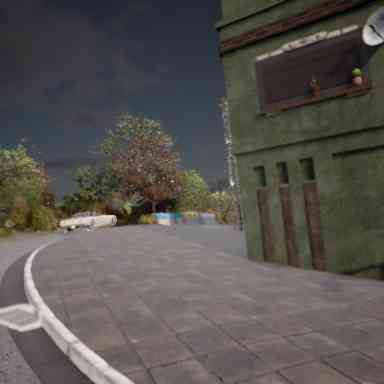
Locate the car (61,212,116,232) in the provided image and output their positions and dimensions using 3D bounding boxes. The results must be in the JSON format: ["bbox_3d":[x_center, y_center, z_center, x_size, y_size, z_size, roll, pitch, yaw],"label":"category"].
[{"bbox_3d":[-7.411,2.110,24.418,1.895,1.301,4.718,-7,-3,14],"label":"car"}]
